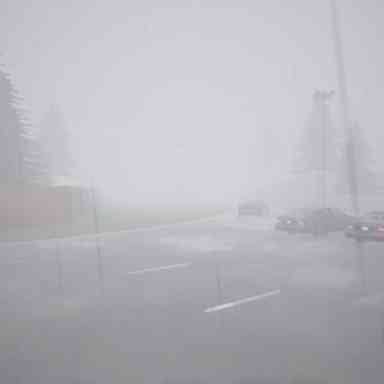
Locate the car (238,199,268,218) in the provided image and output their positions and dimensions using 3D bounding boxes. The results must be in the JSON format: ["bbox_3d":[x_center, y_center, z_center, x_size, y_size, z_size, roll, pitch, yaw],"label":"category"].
[{"bbox_3d":[5.372,1.340,28.728,1.882,1.535,5.008,0,0,22],"label":"car"}]

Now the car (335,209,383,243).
[{"bbox_3d":[8.692,1.448,14.234,5.357,1.411,2.033,0,0,-35],"label":"car"}]

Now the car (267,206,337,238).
[{"bbox_3d":[6.586,1.448,17.030,5.357,1.411,2.033,0,0,-35],"label":"car"}]
